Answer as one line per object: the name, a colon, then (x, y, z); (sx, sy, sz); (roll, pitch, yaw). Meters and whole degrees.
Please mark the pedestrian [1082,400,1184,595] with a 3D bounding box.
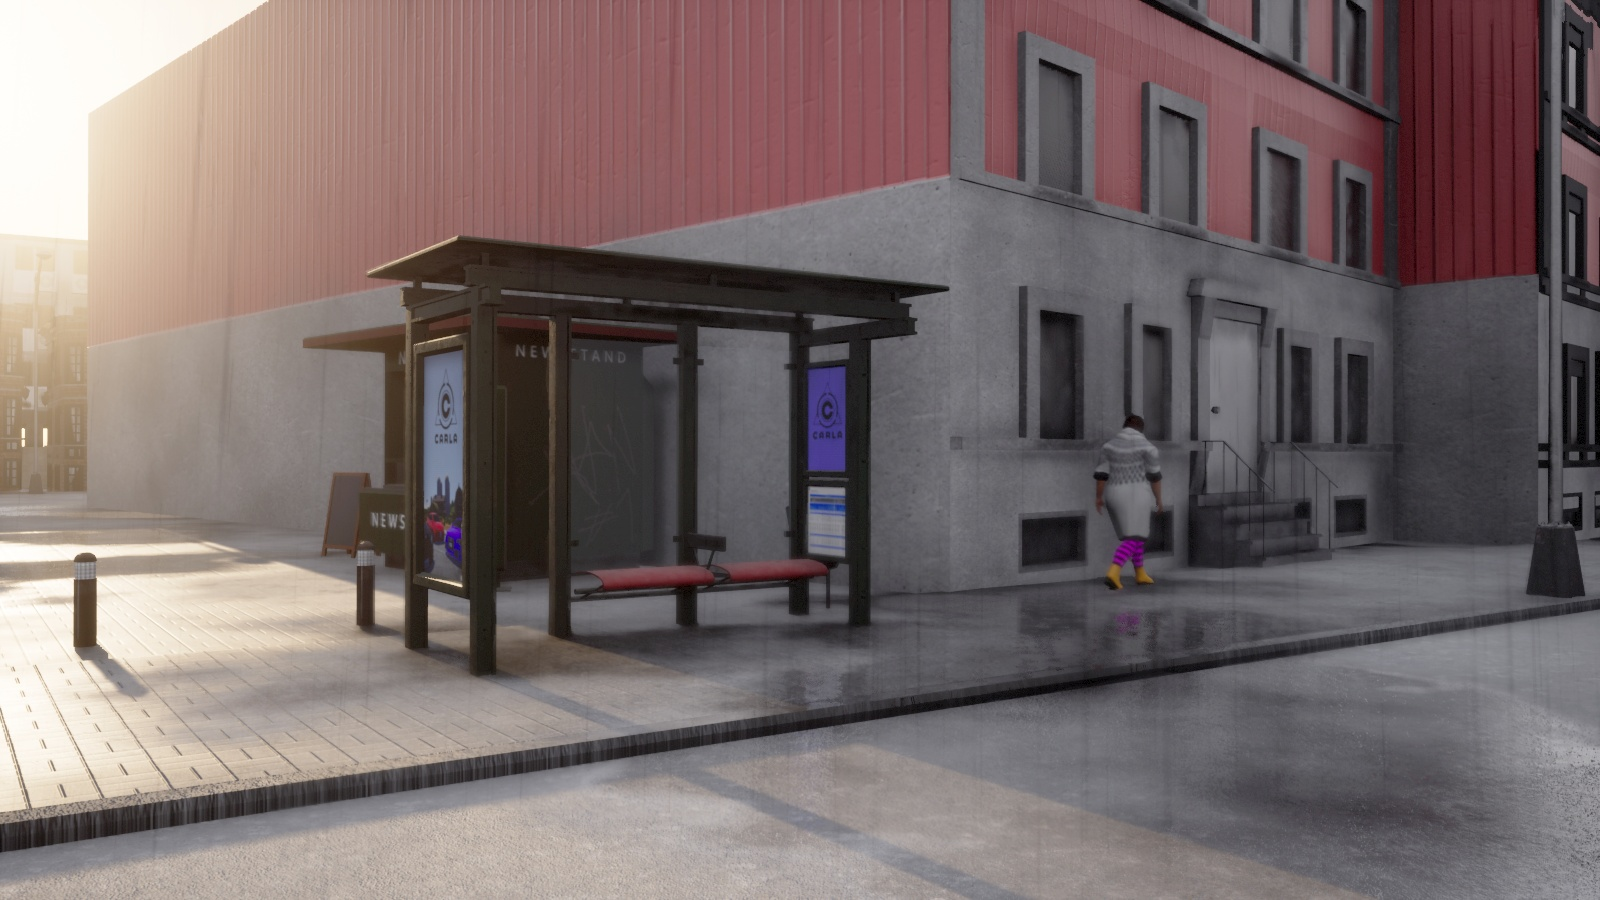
pedestrian: (3.474, 0.479, 13.099); (0.873, 1.952, 0.659); (0, 0, -42)
